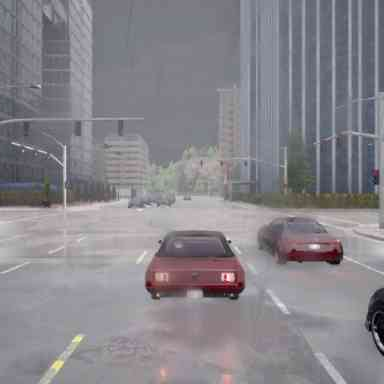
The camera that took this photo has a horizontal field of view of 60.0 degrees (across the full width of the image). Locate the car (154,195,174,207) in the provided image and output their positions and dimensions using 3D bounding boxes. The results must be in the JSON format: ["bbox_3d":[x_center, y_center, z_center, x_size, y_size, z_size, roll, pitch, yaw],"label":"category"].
[{"bbox_3d":[-4.315,1.564,52.021,1.994,1.385,4.181,0,0,-1],"label":"car"}]

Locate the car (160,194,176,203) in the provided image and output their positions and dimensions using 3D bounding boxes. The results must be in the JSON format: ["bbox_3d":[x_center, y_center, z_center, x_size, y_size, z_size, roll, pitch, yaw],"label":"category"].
[{"bbox_3d":[-4.441,1.505,62.211,1.837,1.490,4.892,0,0,-1],"label":"car"}]

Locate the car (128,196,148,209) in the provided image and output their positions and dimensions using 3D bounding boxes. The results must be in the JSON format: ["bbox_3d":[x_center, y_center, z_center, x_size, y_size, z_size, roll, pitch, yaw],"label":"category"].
[{"bbox_3d":[-7.747,1.505,46.695,1.837,1.490,4.892,0,0,-1],"label":"car"}]

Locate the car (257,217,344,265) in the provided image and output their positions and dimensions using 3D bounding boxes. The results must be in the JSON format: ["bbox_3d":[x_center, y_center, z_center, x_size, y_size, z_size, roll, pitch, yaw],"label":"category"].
[{"bbox_3d":[3.582,1.564,11.715,1.994,1.385,4.181,0,0,0],"label":"car"}]

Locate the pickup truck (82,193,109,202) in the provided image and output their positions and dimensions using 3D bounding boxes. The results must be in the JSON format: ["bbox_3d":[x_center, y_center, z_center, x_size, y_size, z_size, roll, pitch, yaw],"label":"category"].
[{"bbox_3d":[-21.165,1.058,73.415,2.390,2.098,6.274,0,0,30],"label":"pickup truck"}]

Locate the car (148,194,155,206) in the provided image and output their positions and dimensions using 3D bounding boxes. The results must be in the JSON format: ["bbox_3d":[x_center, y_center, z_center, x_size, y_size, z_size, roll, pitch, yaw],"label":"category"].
[{"bbox_3d":[-7.876,1.505,56.068,1.837,1.490,4.892,0,0,-1],"label":"car"}]

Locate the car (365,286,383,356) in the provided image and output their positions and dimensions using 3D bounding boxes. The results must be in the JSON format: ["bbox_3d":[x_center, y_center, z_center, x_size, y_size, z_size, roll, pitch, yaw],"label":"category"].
[{"bbox_3d":[3.610,1.564,3.304,1.994,1.385,4.181,0,0,-1],"label":"car"}]

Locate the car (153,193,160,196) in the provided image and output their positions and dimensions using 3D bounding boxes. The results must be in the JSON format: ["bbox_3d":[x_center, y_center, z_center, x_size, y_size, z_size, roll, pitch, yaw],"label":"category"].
[{"bbox_3d":[-7.968,1.491,66.156,2.128,1.511,4.902,0,0,0],"label":"car"}]

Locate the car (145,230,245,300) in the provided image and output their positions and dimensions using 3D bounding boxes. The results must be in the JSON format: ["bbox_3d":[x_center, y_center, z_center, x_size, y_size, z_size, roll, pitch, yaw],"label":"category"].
[{"bbox_3d":[0.074,1.601,8.358,1.895,1.301,4.718,0,0,0],"label":"car"}]

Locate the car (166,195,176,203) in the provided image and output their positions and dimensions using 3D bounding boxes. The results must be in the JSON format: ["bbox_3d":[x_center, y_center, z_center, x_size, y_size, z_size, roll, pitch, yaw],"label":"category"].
[{"bbox_3d":[-4.529,1.525,72.509,2.128,1.511,4.902,0,0,-1],"label":"car"}]

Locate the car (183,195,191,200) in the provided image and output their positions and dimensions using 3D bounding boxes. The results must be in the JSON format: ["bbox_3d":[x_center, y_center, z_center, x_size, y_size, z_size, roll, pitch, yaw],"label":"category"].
[{"bbox_3d":[-1.257,1.552,88.631,1.994,1.385,4.181,0,0,-1],"label":"car"}]
